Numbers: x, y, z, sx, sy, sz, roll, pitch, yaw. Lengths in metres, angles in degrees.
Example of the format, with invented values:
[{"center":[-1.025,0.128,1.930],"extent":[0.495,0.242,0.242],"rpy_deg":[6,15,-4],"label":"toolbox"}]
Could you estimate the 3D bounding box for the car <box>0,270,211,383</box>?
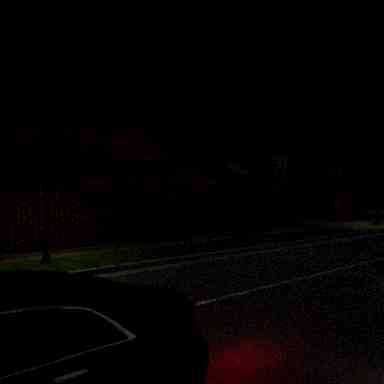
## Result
[{"center":[-2.098,1.506,2.485],"extent":[4.892,1.490,1.837],"rpy_deg":[0,0,-36],"label":"car"}]
